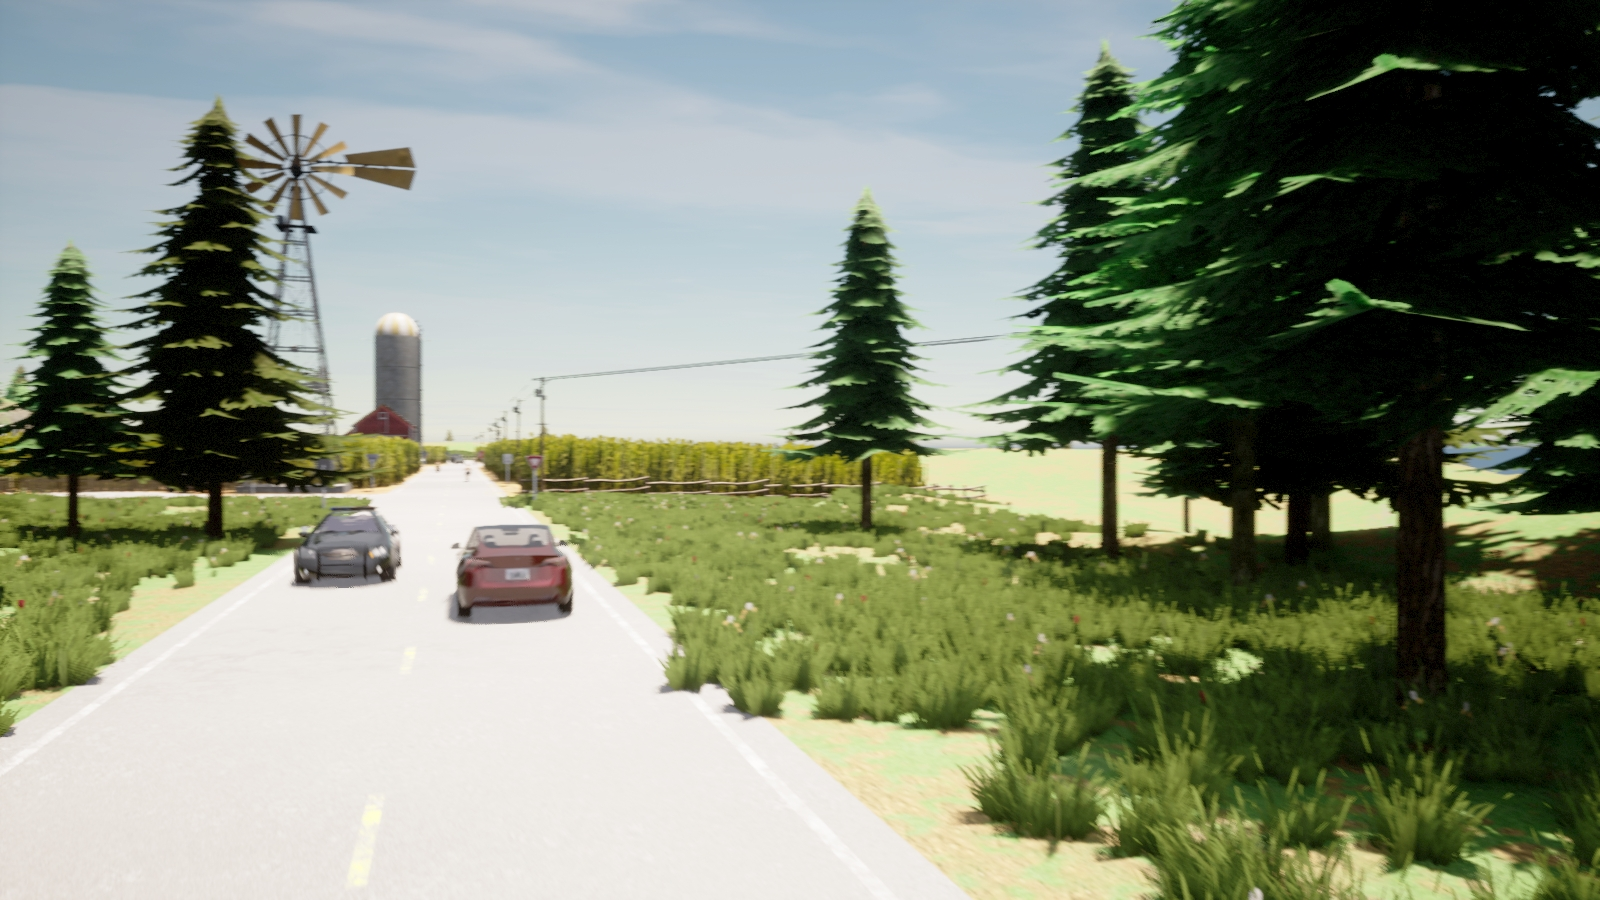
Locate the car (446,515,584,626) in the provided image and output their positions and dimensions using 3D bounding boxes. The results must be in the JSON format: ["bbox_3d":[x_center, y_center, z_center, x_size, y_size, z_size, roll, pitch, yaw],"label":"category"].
[{"bbox_3d":[-5.290,2.070,20.843,2.163,1.488,4.792,0,0,-17],"label":"car"}]

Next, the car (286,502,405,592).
[{"bbox_3d":[-9.993,2.051,25.450,2.038,1.542,4.974,0,0,-17],"label":"car"}]
